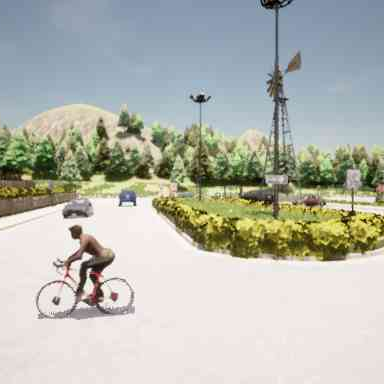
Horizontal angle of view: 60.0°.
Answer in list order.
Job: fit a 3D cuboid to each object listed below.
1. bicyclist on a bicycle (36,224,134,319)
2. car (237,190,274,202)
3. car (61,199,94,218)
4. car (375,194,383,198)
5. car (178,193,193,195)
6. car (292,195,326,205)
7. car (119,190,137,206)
[{"bbox_3d":[-1.845,1.382,5.781,1.656,1.620,0.582,0,1,-11],"label":"bicyclist on a bicycle"},{"bbox_3d":[8.053,0.723,42.335,2.150,2.045,5.566,0,1,-28],"label":"car"},{"bbox_3d":[-8.936,1.231,26.489,2.033,1.411,5.357,0,1,-10],"label":"car"},{"bbox_3d":[26.867,0.983,44.733,4.193,1.474,1.816,0,1,-11],"label":"car"},{"bbox_3d":[-1.272,0.911,47.868,5.008,1.535,1.882,0,1,1],"label":"car"},{"bbox_3d":[14.465,1.037,41.110,3.905,1.438,1.784,0,1,-11],"label":"car"},{"bbox_3d":[-8.468,0.702,43.839,2.150,2.045,5.566,0,1,-11],"label":"car"}]
